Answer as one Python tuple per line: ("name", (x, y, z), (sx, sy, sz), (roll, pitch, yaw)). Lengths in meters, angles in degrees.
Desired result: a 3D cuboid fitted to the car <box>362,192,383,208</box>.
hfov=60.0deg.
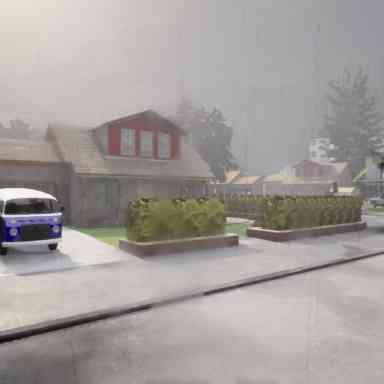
("car", (22.993, 0.985, 40.726), (3.866, 1.878, 1.905), (0, 0, -1))
